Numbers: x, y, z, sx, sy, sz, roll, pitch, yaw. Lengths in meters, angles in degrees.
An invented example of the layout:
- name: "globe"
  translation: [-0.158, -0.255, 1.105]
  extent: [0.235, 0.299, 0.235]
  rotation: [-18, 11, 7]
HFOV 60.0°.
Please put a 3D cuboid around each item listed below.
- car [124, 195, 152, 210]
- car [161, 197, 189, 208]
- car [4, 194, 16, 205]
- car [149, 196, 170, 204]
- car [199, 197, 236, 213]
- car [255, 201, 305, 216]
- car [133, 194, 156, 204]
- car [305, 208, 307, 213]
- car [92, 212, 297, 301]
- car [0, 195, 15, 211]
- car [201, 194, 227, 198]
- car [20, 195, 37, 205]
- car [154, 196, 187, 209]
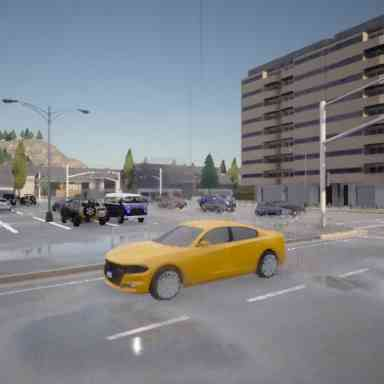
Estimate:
- name: "car"
  translation: [-8.723, 1.656, 53.367]
  extent: [1.895, 1.301, 4.718]
  rotation: [0, 0, -35]
- name: "car"
  translation: [-2.649, 1.560, 50.815]
  extent: [1.837, 1.490, 4.892]
  rotation: [0, 0, -35]
- name: "car"
  translation: [-29.684, 1.212, 53.710]
  extent: [1.905, 1.878, 3.866]
  rotation: [0, 0, -35]
- name: "car"
  translation: [-6.855, 1.547, 69.134]
  extent: [2.128, 1.511, 4.902]
  rotation: [0, 0, -35]
- name: "car"
  translation: [2.813, 1.619, 37.066]
  extent: [1.994, 1.385, 4.181]
  rotation: [0, 0, -35]
- name: "car"
  translation: [7.678, 1.619, 30.212]
  extent: [1.994, 1.385, 4.181]
  rotation: [0, 0, -35]
- name: "car"
  translation: [-9.306, 1.547, 66.540]
  extent: [2.128, 1.511, 4.902]
  rotation: [0, 0, -35]
- name: "car"
  translation: [9.072, 1.603, 34.292]
  extent: [2.033, 1.411, 5.357]
  rotation: [0, 0, -35]
- name: "car"
  translation: [0.281, 1.477, 8.504]
  extent: [5.008, 1.535, 1.882]
  rotation: [0, 0, -36]
- name: "car"
  translation: [-21.826, 1.451, 37.877]
  extent: [1.970, 1.475, 3.806]
  rotation: [0, 0, -35]
- name: "car"
  translation: [3.184, 1.277, 42.581]
  extent: [2.150, 2.045, 5.566]
  rotation: [0, 0, -35]
- name: "car"
  translation: [-27.288, 1.209, 55.334]
  extent: [1.932, 1.855, 4.605]
  rotation: [0, 0, -35]
- name: "car"
  translation: [-2.954, 1.619, 45.184]
  extent: [1.994, 1.385, 4.181]
  rotation: [0, 0, -35]
